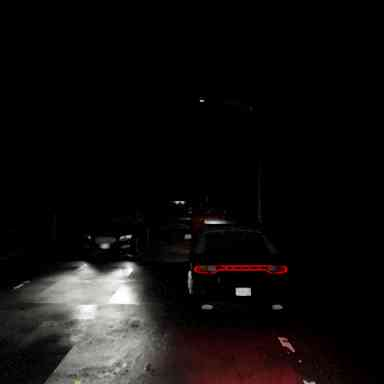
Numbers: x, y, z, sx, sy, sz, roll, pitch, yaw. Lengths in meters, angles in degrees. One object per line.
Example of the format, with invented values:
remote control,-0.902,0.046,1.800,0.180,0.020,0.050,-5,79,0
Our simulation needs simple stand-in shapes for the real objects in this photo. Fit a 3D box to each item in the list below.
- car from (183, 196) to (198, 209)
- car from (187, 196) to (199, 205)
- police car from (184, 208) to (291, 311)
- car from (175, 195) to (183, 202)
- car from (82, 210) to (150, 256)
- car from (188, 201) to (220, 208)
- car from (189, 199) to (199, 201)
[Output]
car,0.126,1.444,45.640,1.882,1.535,5.008,0,0,1
car,0.141,1.451,58.938,2.033,1.411,5.357,0,1,0
police car,0.843,1.420,8.007,1.930,1.638,5.238,0,0,0
car,-2.577,1.331,71.703,1.994,1.385,4.181,0,1,0
car,-2.819,1.483,13.196,2.128,1.511,4.902,0,0,0
car,0.867,1.467,17.900,1.882,1.535,5.008,0,0,0
car,0.881,1.490,23.901,1.837,1.490,4.892,0,0,0
